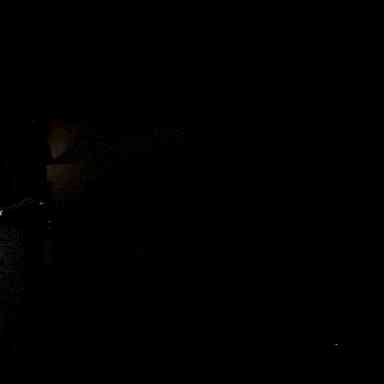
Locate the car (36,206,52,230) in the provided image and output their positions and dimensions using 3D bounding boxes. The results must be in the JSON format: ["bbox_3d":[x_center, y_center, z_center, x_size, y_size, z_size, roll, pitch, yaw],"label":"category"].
[{"bbox_3d":[-6.299,1.634,19.440,2.008,1.369,4.403,0,0,36],"label":"car"}]

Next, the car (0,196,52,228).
[{"bbox_3d":[-10.796,1.323,23.387,2.150,2.045,5.566,0,0,36],"label":"car"}]
